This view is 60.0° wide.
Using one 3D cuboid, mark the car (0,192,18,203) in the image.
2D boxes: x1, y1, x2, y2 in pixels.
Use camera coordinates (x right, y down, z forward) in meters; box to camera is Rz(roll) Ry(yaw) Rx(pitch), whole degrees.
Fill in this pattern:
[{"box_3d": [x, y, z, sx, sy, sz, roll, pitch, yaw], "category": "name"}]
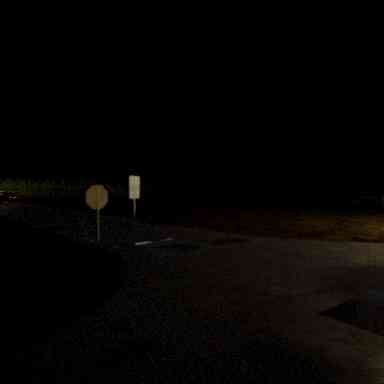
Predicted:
[{"box_3d": [-24.582, 0.737, 43.948, 2.033, 1.411, 5.357, -1, 1, -41], "category": "car"}]
